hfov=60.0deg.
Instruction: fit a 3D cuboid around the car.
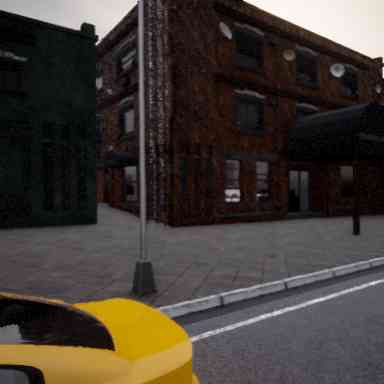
[{"bbox_3d":[-2.267,1.474,1.763,5.008,1.535,1.882,0,0,-35],"label":"car"}]
